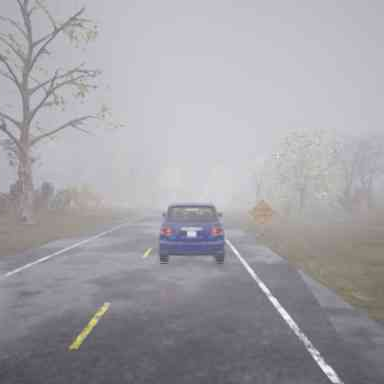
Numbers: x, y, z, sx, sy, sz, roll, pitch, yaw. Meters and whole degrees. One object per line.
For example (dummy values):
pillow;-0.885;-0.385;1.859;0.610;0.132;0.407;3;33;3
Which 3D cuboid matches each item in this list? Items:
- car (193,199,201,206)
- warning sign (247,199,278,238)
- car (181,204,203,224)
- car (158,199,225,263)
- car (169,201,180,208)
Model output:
car;1.218;2.476;81.942;1.801;1.575;5.366;0;-1;0
warning sign;3.543;1.296;16.765;1.300;1.860;1.060;0;-1;0
car;0.023;1.847;28.909;1.812;1.442;4.674;0;0;1
car;0.009;1.360;12.605;2.150;2.045;5.566;0;0;0
car;-3.514;2.388;65.713;1.895;1.301;4.718;0;-1;0
